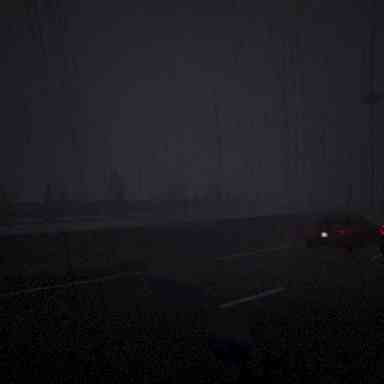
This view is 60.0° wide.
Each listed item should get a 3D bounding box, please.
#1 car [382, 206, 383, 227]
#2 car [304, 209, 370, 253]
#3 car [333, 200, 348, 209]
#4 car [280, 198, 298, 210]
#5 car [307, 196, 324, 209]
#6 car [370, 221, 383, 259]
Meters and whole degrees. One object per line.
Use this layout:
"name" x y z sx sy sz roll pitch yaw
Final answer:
"car" 15.288 1.680 23.960 2.033 1.411 5.357 0 0 38
"car" 6.557 1.633 14.291 4.181 1.385 1.994 0 0 -44
"car" 21.916 1.869 49.119 1.812 1.442 4.674 0 0 23
"car" 14.876 1.955 50.423 1.895 1.301 4.718 0 -1 24
"car" 19.297 1.596 51.873 2.150 2.045 5.566 0 -1 23
"car" 8.020 1.274 10.802 5.566 2.045 2.150 0 0 -43
